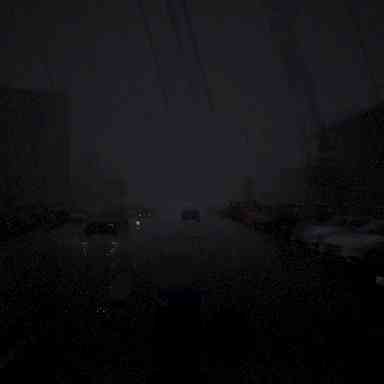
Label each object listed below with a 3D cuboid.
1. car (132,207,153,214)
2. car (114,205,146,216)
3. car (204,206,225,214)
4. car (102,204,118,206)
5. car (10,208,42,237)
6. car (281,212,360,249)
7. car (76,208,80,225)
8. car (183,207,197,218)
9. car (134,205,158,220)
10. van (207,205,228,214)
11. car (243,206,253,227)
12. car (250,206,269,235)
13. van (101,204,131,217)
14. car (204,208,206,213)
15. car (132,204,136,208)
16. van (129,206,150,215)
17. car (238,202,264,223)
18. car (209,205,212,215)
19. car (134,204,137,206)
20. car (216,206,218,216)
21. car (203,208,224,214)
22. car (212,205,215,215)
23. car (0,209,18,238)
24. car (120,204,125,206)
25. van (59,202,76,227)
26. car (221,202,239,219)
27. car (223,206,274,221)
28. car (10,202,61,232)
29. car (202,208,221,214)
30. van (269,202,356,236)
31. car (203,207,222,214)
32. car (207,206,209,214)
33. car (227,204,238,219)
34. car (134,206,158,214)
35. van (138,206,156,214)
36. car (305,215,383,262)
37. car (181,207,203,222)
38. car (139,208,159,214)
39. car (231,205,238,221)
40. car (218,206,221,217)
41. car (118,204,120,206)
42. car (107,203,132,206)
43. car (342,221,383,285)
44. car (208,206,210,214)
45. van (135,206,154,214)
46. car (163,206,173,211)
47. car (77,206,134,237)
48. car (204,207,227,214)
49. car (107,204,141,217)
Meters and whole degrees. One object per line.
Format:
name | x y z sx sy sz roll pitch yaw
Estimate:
car | -11.835 4.399 79.168 4.553 1.767 2.185 0 -3 -19
car | -11.957 3.500 64.137 5.566 2.045 2.435 0 -3 -20
car | 5.447 4.447 81.331 4.553 1.767 2.185 2 -3 -21
car | -11.428 2.446 37.261 5.366 1.575 1.946 0 -3 -21
car | -11.449 1.876 19.248 4.674 1.452 2.002 0 -1 -20
car | 6.390 1.708 13.882 4.674 1.452 2.002 1 -1 -20
car | -11.344 2.113 28.294 5.366 1.575 1.946 0 -2 -20
car | -0.307 2.917 47.465 1.812 1.442 4.674 0 -3 0
car | -5.224 2.587 39.142 1.837 1.490 4.892 0 -2 -1
van | 5.718 4.051 75.503 4.442 1.987 1.878 2 -3 -21
car | 6.312 1.932 22.666 4.792 1.488 2.163 1 -2 -20
car | 6.363 1.819 19.751 5.008 1.535 2.097 1 -2 -20
van | -11.901 2.908 52.109 4.442 1.987 1.878 0 -3 -21
car | 5.733 3.972 69.584 5.008 1.535 2.097 2 -3 -21
car | -11.572 2.983 49.217 5.366 1.575 1.946 0 -3 -21
van | -12.002 4.144 76.122 4.442 1.987 1.878 0 -3 -19
car | 6.289 1.867 25.613 4.553 1.767 2.185 1 -2 -20
car | 5.976 3.222 54.928 5.008 1.535 2.097 2 -3 -21
car | -11.661 3.285 55.202 5.366 1.575 1.946 0 -3 -21
car | 6.139 2.660 43.204 5.008 1.535 2.097 2 -3 -21
car | 5.434 4.755 84.289 4.792 1.488 2.163 2 -3 -21
car | 5.998 2.949 51.996 4.553 1.767 2.185 2 -3 -21
car | -11.465 1.785 16.244 4.792 1.488 2.163 0 -1 -20
car | -11.844 2.702 43.108 5.366 1.575 1.946 0 -3 -21
van | -11.388 1.789 25.286 4.442 1.987 1.878 0 -2 -20
car | 6.272 2.051 34.437 5.566 2.045 2.435 2 -3 -20
car | 6.386 2.415 37.407 5.366 1.575 1.946 2 -3 -21
car | -11.443 1.797 22.252 4.553 1.767 2.185 0 -2 -20
car | 5.241 5.054 90.154 4.792 1.488 2.163 2 -3 -21
van | 6.484 1.517 16.865 4.442 1.987 1.878 1 -2 -20
car | 5.310 4.749 87.222 4.553 1.767 2.185 2 -3 -21
car | 5.882 3.523 60.789 4.892 1.521 2.231 2 -3 -21
car | 6.265 2.192 31.483 4.892 1.521 2.231 2 -3 -20
car | -11.780 4.582 85.174 5.566 2.045 2.435 0 -3 -19
van | -11.884 4.761 88.111 4.442 1.987 1.878 0 -3 -19
car | 6.402 1.641 10.944 4.674 1.452 2.002 1 -1 -20
car | -0.177 2.328 34.859 1.882 1.535 5.008 0 -2 -1
car | -11.735 5.141 91.135 5.008 1.535 2.097 0 -3 -19
car | 6.289 2.091 28.547 4.892 1.521 2.231 2 -2 -20
car | 6.186 2.536 40.275 5.008 1.535 2.097 2 -3 -21
car | -11.806 2.572 40.119 5.366 1.575 1.946 0 -2 -21
car | -11.734 2.591 46.161 5.566 2.045 2.435 0 -3 -21
car | 6.380 1.571 8.010 4.792 1.488 2.163 1 -1 -20
car | 5.928 3.374 57.861 4.892 1.521 2.231 2 -3 -21
van | -11.728 4.454 82.206 4.442 1.987 1.878 0 -3 -19
car | -5.686 3.989 79.266 2.097 1.767 4.553 0 -3 0
car | -5.164 1.852 20.588 1.882 1.535 5.008 0 -2 0
car | 5.549 4.423 78.386 5.008 1.535 2.097 2 -3 -21
car | -11.907 3.190 58.126 5.566 2.045 2.435 0 -3 -21
